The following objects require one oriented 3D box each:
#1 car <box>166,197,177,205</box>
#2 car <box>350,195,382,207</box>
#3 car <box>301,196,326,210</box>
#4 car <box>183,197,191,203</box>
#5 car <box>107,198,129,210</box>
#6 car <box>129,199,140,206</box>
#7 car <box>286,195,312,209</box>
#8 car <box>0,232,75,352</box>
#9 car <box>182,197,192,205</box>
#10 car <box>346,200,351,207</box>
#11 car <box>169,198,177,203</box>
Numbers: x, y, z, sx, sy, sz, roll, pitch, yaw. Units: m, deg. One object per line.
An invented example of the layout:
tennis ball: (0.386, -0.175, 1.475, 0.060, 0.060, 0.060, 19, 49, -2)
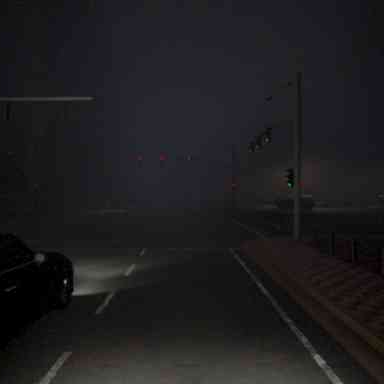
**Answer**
car: (-4.671, 1.931, 73.639, 2.097, 1.767, 4.553, 0, 0, -1)
car: (35.778, 1.738, 68.206, 4.605, 1.855, 1.932, 0, 0, 0)
car: (20.820, 1.894, 57.002, 3.806, 1.475, 1.970, 0, 0, 0)
car: (-1.292, 2.017, 83.808, 1.837, 1.490, 4.892, 0, 0, -1)
car: (-11.465, 1.748, 50.514, 2.097, 1.767, 4.553, 0, 0, 0)
car: (-11.589, 2.064, 66.280, 2.033, 1.411, 5.357, 0, 0, -1)
car: (20.744, 1.696, 62.582, 4.605, 1.855, 1.932, 0, 0, 0)
car: (-3.490, 1.394, 5.139, 2.097, 1.767, 4.553, 0, 0, 0)
car: (-1.172, 1.931, 73.680, 2.097, 1.767, 4.553, 0, 0, -1)
car: (35.828, 1.971, 71.101, 3.905, 1.438, 1.784, 0, 0, 0)
car: (-4.792, 2.112, 83.796, 1.895, 1.301, 4.718, 0, 0, -1)
